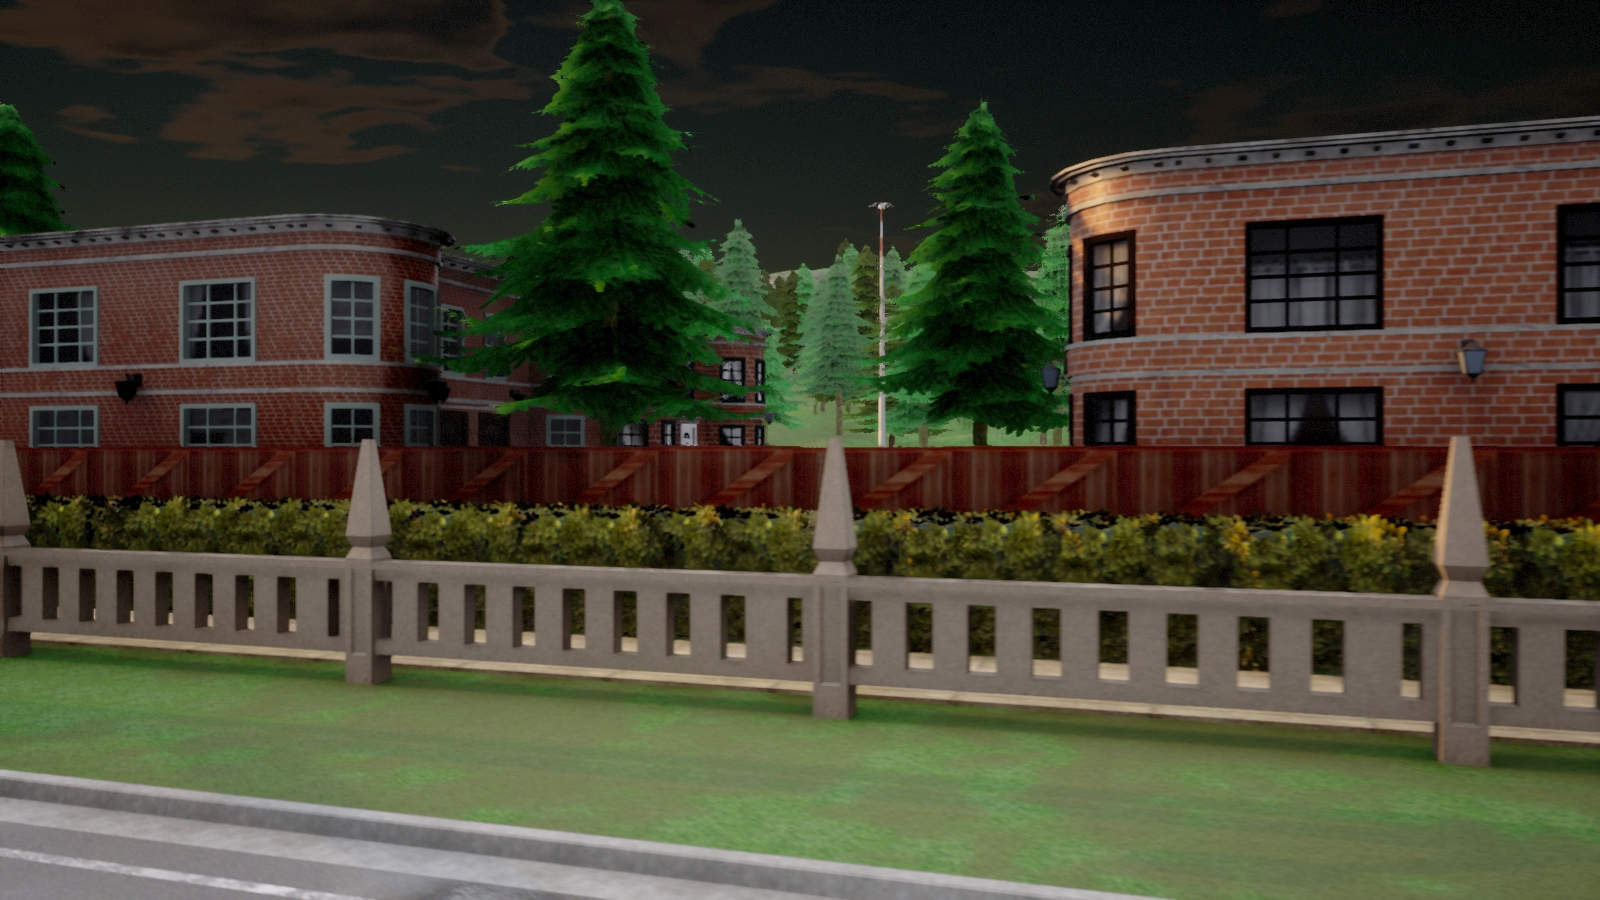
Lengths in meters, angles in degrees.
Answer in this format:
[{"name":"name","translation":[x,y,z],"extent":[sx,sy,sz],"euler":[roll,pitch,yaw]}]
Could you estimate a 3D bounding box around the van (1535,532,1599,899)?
[{"name":"van","translation":[4.230,1.535,1.070],"extent":[5.915,2.561,1.988],"euler":[0,0,31]}]
